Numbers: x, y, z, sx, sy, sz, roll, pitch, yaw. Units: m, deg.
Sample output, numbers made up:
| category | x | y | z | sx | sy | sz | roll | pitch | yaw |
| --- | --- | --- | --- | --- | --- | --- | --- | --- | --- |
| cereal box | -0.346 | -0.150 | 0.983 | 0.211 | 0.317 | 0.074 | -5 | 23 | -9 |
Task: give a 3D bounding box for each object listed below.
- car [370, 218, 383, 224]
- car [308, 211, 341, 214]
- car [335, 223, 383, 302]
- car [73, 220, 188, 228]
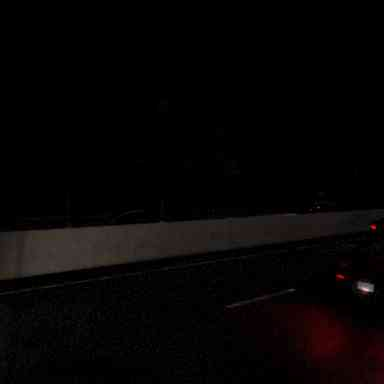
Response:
| category | x | y | z | sx | sy | sz | roll | pitch | yaw |
| --- | --- | --- | --- | --- | --- | --- | --- | --- | --- |
| car | 10.165 | 1.577 | 15.273 | 5.357 | 1.411 | 2.033 | 0 | 0 | -35 |
| car | 14.106 | 1.578 | 35.409 | 4.674 | 1.442 | 1.812 | 0 | 0 | -35 |
| car | 4.987 | 1.540 | 7.294 | 4.674 | 1.442 | 1.812 | 0 | 0 | -35 |
| car | -2.938 | 1.498 | 14.787 | 4.902 | 1.511 | 2.128 | 0 | 0 | -35 |
